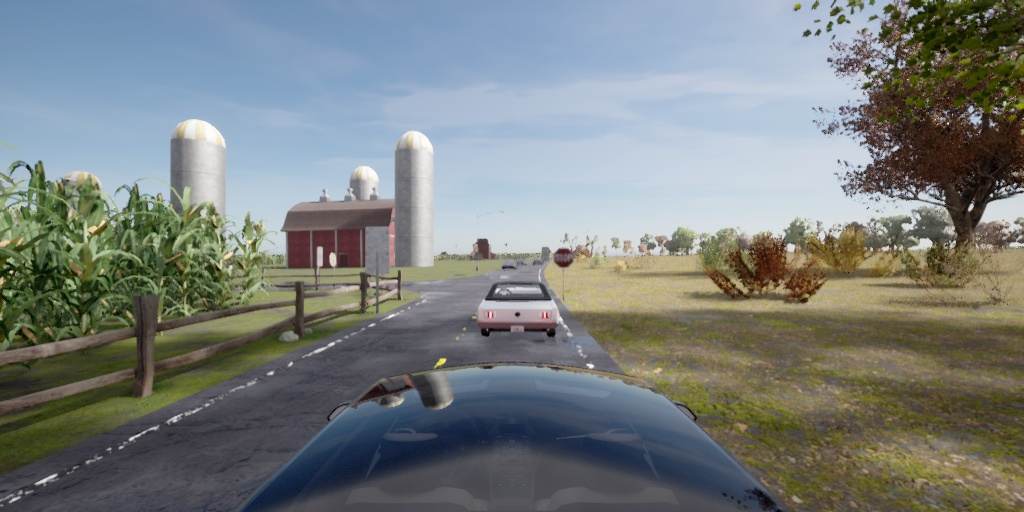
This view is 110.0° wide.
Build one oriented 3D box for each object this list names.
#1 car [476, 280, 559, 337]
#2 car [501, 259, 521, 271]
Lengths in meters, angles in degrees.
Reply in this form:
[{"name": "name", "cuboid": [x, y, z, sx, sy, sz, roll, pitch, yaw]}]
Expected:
[{"name": "car", "cuboid": [0.195, 1.343, 10.222, 1.895, 1.301, 4.718, 0, 0, 2]}, {"name": "car", "cuboid": [-0.272, 1.234, 49.596, 2.033, 1.411, 5.357, 0, 0, 6]}]
